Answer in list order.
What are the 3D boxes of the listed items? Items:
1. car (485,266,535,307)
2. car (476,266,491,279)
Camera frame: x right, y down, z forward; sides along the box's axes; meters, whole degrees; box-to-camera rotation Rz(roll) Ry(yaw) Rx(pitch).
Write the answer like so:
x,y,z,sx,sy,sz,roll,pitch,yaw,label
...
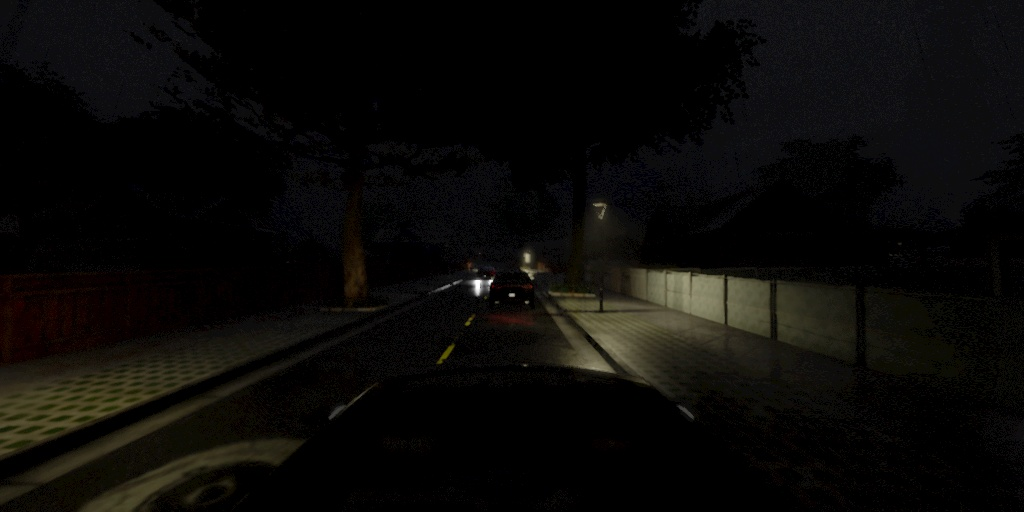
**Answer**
x,y,z,sx,sy,sz,roll,pitch,yaw,label
0.005,1.376,16.333,1.882,1.535,5.008,0,0,0,car
-2.751,1.771,38.747,1.895,1.301,4.718,0,-1,0,car
